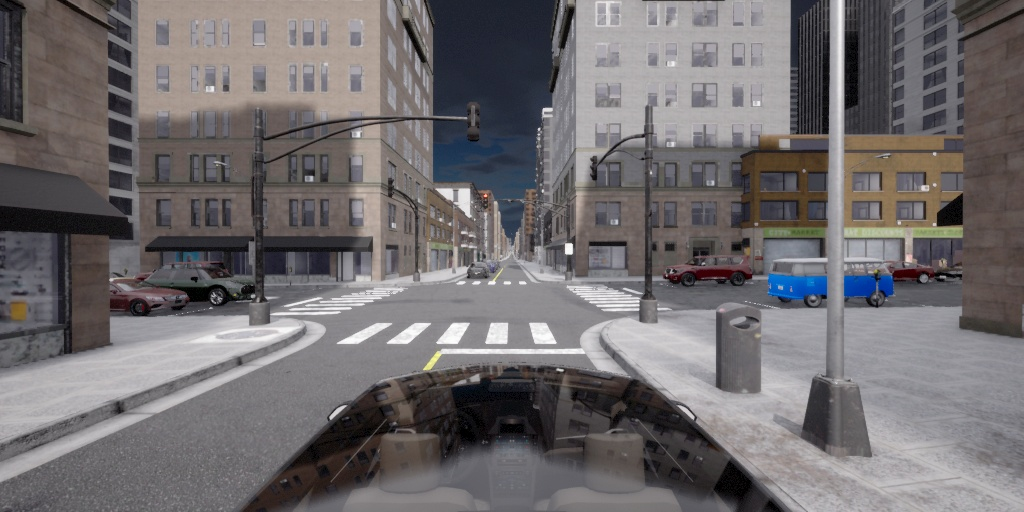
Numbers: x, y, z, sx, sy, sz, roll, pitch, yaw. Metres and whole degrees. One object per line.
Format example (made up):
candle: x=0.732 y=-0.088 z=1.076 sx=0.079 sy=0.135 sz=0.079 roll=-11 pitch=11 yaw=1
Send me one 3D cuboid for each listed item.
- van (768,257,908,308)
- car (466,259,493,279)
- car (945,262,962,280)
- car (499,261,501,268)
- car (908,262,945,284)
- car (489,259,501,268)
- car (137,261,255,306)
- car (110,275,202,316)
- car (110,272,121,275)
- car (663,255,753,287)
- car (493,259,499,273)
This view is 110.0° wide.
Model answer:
van: x=12.127 y=0.957 z=13.718 sx=3.998 sy=1.789 sz=1.690 roll=0 pitch=0 yaw=0
car: x=-3.071 y=1.260 z=33.344 sx=1.837 sy=1.490 sz=4.892 roll=0 pitch=0 yaw=0
car: x=28.938 y=0.916 z=22.273 sx=4.313 sy=1.339 sz=1.948 roll=0 pitch=0 yaw=0
car: x=-3.049 y=1.283 z=53.651 sx=1.837 sy=1.490 sz=4.892 roll=0 pitch=0 yaw=0
car: x=23.328 y=0.964 z=22.263 sx=4.507 sy=1.381 sz=1.888 roll=0 pitch=0 yaw=0
car: x=-2.998 y=1.300 z=63.978 sx=1.837 sy=1.490 sz=4.892 roll=0 pitch=0 yaw=0
car: x=-14.000 y=1.269 z=16.312 sx=4.553 sy=1.767 sz=2.097 roll=-1 pitch=0 yaw=0
car: x=-14.810 y=1.528 z=13.670 sx=4.207 sy=1.307 sz=1.802 roll=0 pitch=0 yaw=0
car: x=-26.005 y=1.551 z=22.176 sx=4.829 sy=1.417 sz=1.751 roll=0 pitch=0 yaw=0
car: x=12.111 y=0.872 z=22.243 sx=5.009 sy=1.841 sz=2.192 roll=0 pitch=0 yaw=0
car: x=-3.059 y=1.116 z=43.503 sx=2.097 sy=1.767 sz=4.553 roll=0 pitch=0 yaw=0
